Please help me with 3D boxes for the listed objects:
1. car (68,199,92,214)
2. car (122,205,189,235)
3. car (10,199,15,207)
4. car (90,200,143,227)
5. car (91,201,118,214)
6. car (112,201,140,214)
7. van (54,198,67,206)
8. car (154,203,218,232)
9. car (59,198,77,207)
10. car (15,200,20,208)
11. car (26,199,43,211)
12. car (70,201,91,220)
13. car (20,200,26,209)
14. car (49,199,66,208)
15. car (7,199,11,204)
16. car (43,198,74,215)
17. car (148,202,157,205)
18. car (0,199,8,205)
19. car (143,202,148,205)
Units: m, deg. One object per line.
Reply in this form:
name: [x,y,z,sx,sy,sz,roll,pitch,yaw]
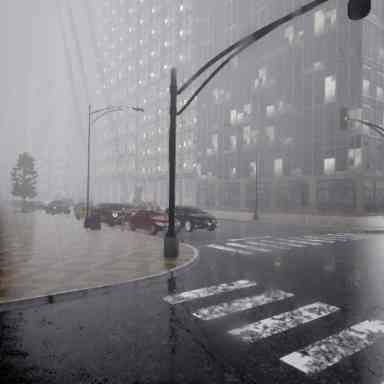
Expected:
car: [-11.998,1.818,37.830,2.128,1.511,4.902,1,-1,-35]
car: [-2.260,1.663,19.371,1.802,1.307,4.206,1,-1,-35]
car: [-31.600,2.124,61.270,2.008,1.369,4.403,1,-1,-35]
car: [-5.520,1.575,24.029,1.967,1.590,4.097,1,-1,-35]
car: [-11.186,1.939,42.225,1.812,1.442,4.674,1,-1,-35]
car: [-8.533,1.975,42.938,1.752,1.417,4.829,1,-1,-35]
van: [-27.995,2.118,70.734,1.690,1.788,3.998,1,-1,-35]
car: [-0.313,1.635,21.119,1.837,1.490,4.892,1,-1,-33]
car: [-24.735,2.037,66.079,2.192,1.841,5.009,1,-1,-35]
car: [-28.340,2.063,56.615,1.887,1.381,4.507,1,-1,-35]
car: [-21.820,1.960,47.304,2.008,1.369,4.403,1,-1,-35]
car: [-8.682,1.714,28.544,1.752,1.417,4.829,1,-1,-35]
car: [-25.080,2.030,51.959,1.947,1.339,4.313,1,-1,-35]
car: [-25.108,2.147,62.109,1.837,1.490,4.892,1,-3,-35]
car: [-34.860,2.210,65.926,1.802,1.307,4.206,1,-1,-35]
car: [-15.300,1.740,37.995,1.967,1.590,4.097,1,-1,-35]
car: [-5.175,1.834,38.145,1.967,1.590,4.097,1,-1,-35]
car: [-41.380,2.288,75.237,2.008,1.369,4.403,1,-1,-35]
car: [-6.078,1.731,29.356,1.837,1.490,4.892,1,-1,-35]
